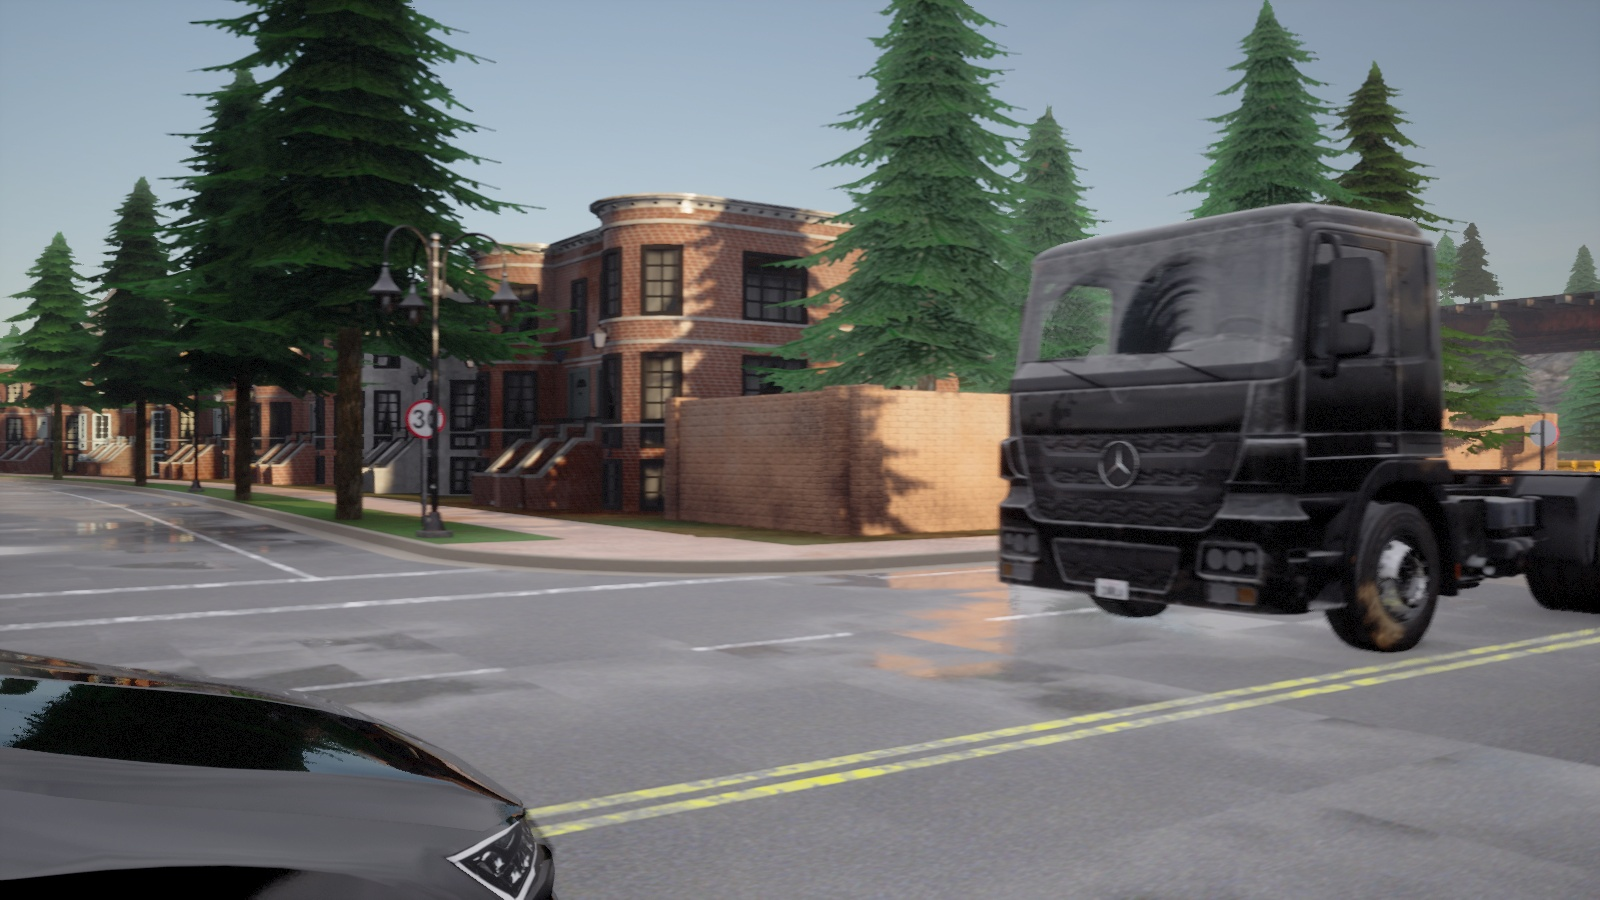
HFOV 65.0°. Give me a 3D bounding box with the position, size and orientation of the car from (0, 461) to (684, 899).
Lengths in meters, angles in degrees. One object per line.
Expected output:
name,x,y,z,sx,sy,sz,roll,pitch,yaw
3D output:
car,-2.461,0.768,1.945,4.193,1.474,1.816,0,0,-35

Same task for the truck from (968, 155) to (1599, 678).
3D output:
truck,5.517,-0.220,11.767,7.936,3.462,2.891,0,0,-35
